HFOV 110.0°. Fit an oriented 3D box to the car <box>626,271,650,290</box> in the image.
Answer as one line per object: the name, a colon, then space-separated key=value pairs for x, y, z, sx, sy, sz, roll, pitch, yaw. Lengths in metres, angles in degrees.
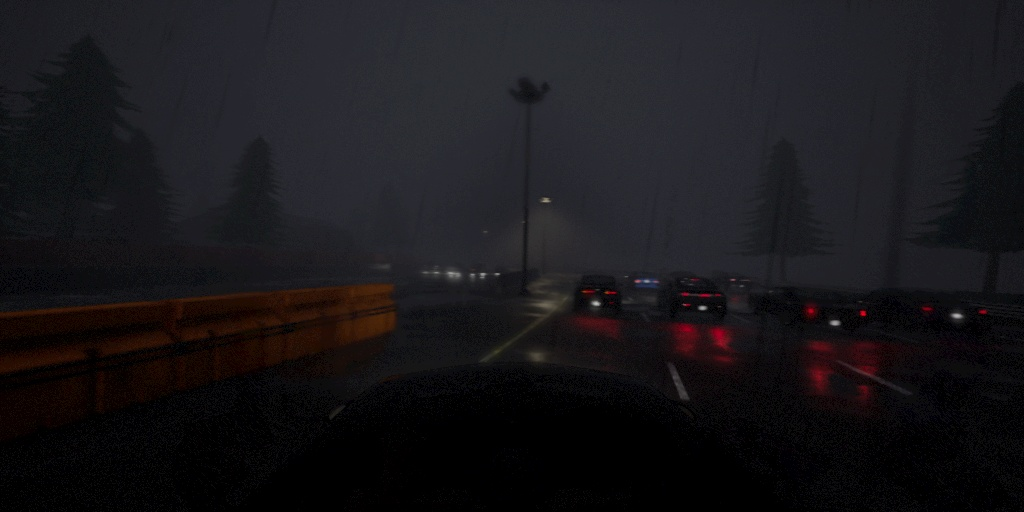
car: x=9.987 y=1.894 z=27.804 sx=2.033 sy=1.411 sz=5.357 roll=1 pitch=-1 yaw=10

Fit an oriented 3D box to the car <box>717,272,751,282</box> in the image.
car: x=17.211 y=2.032 z=28.631 sx=2.128 sy=1.511 sz=4.902 roll=1 pitch=-1 yaw=9

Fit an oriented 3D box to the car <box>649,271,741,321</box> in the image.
car: x=7.065 y=1.589 z=14.476 sx=2.128 sy=1.511 sz=4.902 roll=1 pitch=-1 yaw=15

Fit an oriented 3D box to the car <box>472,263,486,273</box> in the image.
car: x=-5.097 y=1.839 z=56.034 sx=1.837 sy=1.490 sz=4.892 roll=2 pitch=-1 yaw=1

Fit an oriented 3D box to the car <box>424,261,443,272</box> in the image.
car: x=-12.090 y=1.497 z=55.398 sx=2.097 sy=1.767 sz=4.553 roll=1 pitch=-1 yaw=1

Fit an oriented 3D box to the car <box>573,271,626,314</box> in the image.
car: x=3.714 y=1.531 z=15.486 sx=1.837 sy=1.490 sz=4.892 roll=1 pitch=0 yaw=15

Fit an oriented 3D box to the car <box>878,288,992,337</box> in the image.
car: x=13.818 y=1.810 z=12.653 sx=1.994 sy=1.385 sz=4.181 roll=1 pitch=-1 yaw=15

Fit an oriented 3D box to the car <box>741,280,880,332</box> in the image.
car: x=10.274 y=1.759 z=12.909 sx=1.895 sy=1.301 sz=4.718 roll=1 pitch=-1 yaw=15

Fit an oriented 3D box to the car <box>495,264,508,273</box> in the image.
car: x=-1.570 y=1.967 z=55.857 sx=2.033 sy=1.411 sz=5.357 roll=1 pitch=-1 yaw=1

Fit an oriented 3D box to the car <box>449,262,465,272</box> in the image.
car: x=-8.592 y=1.736 z=56.044 sx=2.128 sy=1.511 sz=4.902 roll=1 pitch=-1 yaw=1
